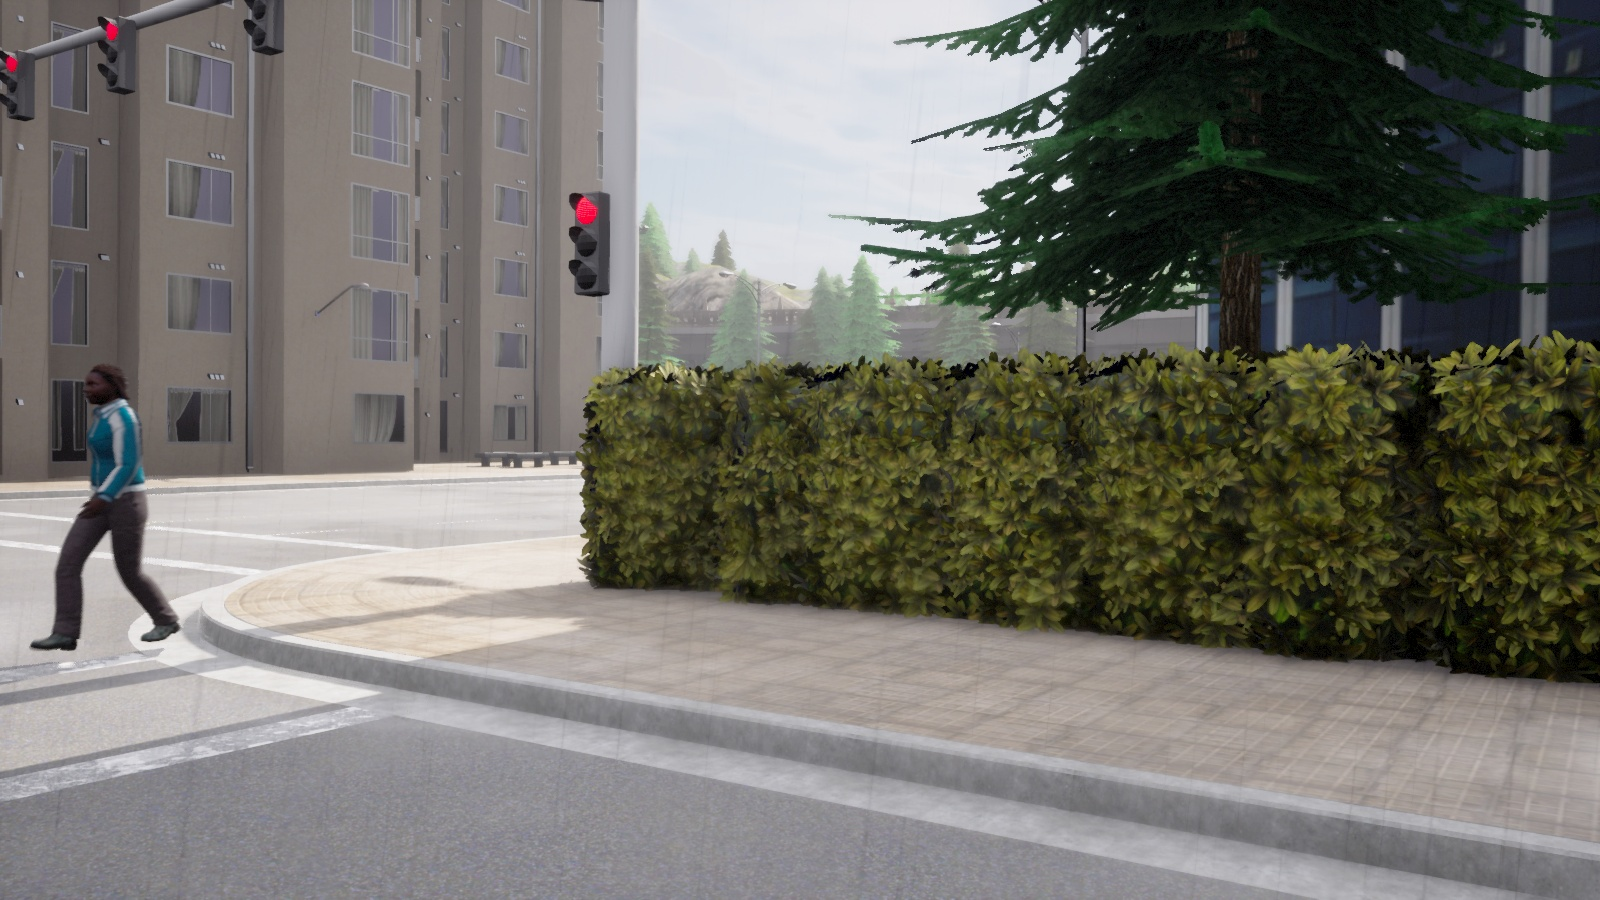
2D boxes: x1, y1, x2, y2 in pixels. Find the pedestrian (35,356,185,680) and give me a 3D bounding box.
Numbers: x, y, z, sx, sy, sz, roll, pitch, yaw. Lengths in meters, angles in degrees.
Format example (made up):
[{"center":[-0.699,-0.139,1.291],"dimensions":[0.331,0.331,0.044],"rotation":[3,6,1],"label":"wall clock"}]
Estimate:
[{"center":[-4.313,0.401,7.870],"dimensions":[0.396,1.930,0.692],"rotation":[0,1,34],"label":"pedestrian"}]
